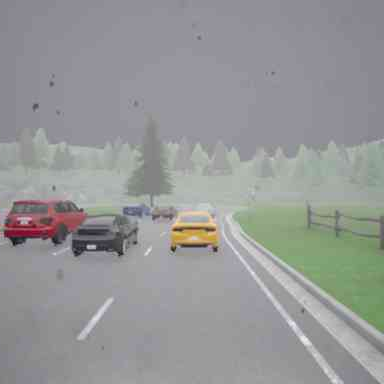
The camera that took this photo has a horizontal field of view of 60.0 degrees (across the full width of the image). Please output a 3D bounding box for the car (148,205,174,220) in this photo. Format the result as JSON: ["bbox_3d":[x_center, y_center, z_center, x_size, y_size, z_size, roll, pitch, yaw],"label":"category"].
[{"bbox_3d":[-2.426,1.905,31.077,1.895,1.301,4.718,0,-1,5],"label":"car"}]

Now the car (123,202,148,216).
[{"bbox_3d":[-5.591,1.812,34.203,1.882,1.535,5.008,0,-1,7],"label":"car"}]

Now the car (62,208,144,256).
[{"bbox_3d":[-3.393,1.641,13.728,1.837,1.490,4.892,0,0,1],"label":"car"}]

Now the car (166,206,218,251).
[{"bbox_3d":[0.137,1.624,14.904,1.882,1.535,5.008,0,-1,1],"label":"car"}]

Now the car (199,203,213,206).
[{"bbox_3d":[1.371,1.856,33.674,1.812,1.442,4.674,0,-1,7],"label":"car"}]

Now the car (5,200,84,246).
[{"bbox_3d":[-6.818,1.383,16.402,2.150,2.045,5.566,0,-1,2],"label":"car"}]
